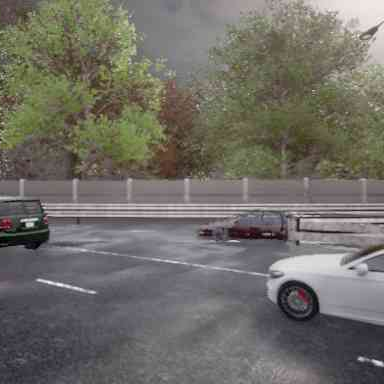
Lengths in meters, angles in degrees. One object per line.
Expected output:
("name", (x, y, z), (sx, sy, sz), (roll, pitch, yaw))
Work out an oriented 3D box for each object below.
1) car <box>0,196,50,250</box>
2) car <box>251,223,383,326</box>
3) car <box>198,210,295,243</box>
("car", (-7.850, 1.179, 12.560), (5.566, 2.045, 2.150), (1, 0, 28))
("car", (3.570, 1.502, 5.507), (4.674, 1.442, 1.812), (0, 0, 35))
("car", (3.011, 1.499, 14.834), (5.357, 1.411, 2.033), (0, 0, 11))
